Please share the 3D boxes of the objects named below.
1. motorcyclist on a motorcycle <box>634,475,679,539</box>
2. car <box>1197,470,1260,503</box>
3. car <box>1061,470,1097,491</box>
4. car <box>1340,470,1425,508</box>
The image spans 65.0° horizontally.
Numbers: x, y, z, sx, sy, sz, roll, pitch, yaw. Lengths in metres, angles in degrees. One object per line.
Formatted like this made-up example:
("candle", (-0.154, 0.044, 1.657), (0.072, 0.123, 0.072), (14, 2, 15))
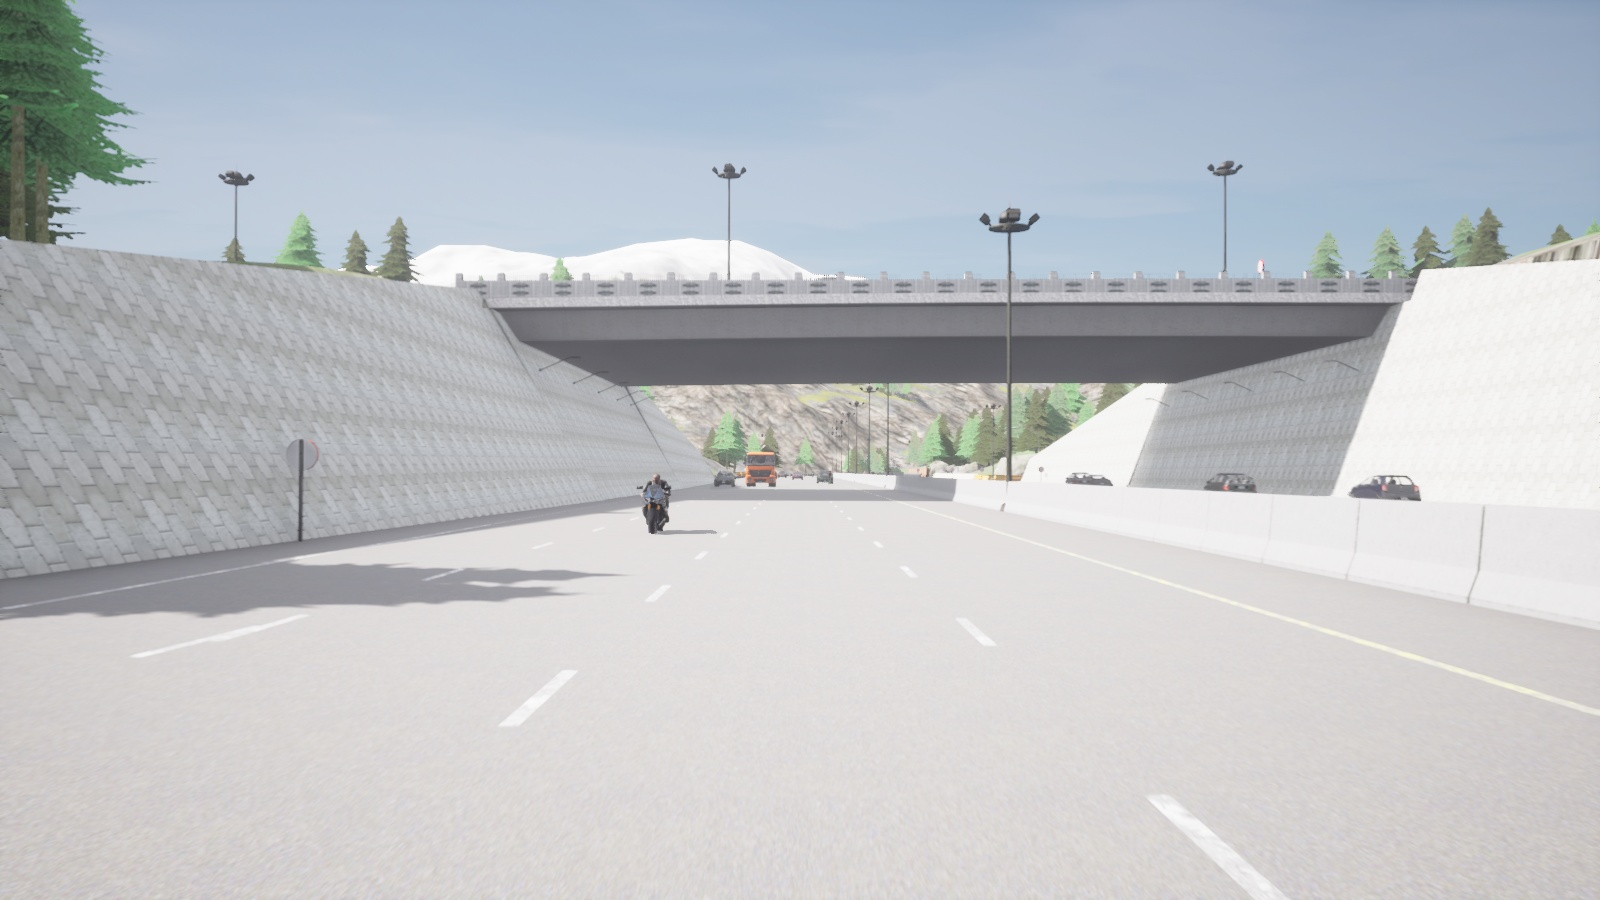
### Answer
("motorcyclist on a motorcycle", (-3.576, 1.390, 31.400), (0.866, 1.530, 2.191), (0, -1, 0))
("car", (20.852, 1.735, 61.228), (1.789, 1.549, 3.705), (0, -1, 0))
("car", (20.779, 2.277, 93.623), (1.789, 1.549, 3.705), (0, -1, 0))
("car", (24.372, 1.613, 52.684), (1.845, 1.501, 3.633), (0, -1, 0))
